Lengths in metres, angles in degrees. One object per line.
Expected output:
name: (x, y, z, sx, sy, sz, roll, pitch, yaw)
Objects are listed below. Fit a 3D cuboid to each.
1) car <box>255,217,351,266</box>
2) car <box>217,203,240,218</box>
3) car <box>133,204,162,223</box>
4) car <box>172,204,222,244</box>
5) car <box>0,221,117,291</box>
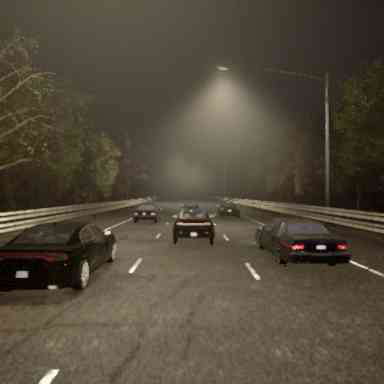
car: (3.584, 1.602, 11.761, 2.033, 1.411, 5.357, 0, 0, 0)
car: (3.440, 1.707, 32.423, 1.994, 1.385, 4.181, 0, 0, -1)
car: (-3.504, 1.668, 26.801, 2.033, 1.411, 5.357, 0, 0, 0)
car: (0.065, 1.567, 16.286, 2.128, 1.511, 4.902, 0, 0, 0)
car: (-3.418, 1.522, 9.150, 1.882, 1.535, 5.008, 0, 0, 0)
